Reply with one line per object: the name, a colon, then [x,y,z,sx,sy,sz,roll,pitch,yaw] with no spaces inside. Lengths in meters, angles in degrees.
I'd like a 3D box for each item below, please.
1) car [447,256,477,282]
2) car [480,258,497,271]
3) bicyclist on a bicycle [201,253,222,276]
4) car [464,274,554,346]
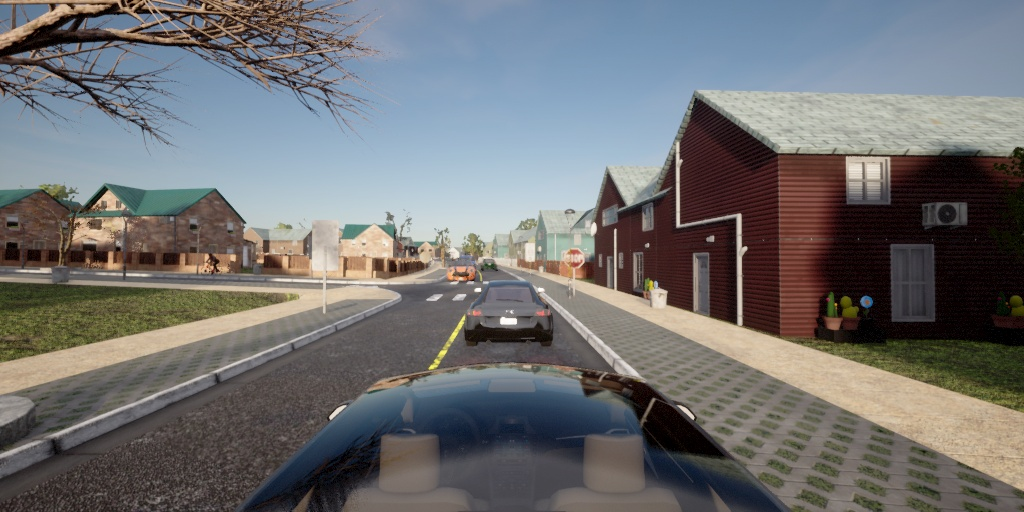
car: [-3.987,1.104,28.724,2.097,1.767,4.553,0,0,-5]
car: [-3.260,1.108,49.263,2.097,1.767,4.553,0,0,-8]
bicyclist on a bicycle: [-22.072,0.632,26.378,0.582,1.620,1.656,1,0,8]
car: [-0.064,1.316,9.388,1.994,1.385,4.181,0,0,0]
